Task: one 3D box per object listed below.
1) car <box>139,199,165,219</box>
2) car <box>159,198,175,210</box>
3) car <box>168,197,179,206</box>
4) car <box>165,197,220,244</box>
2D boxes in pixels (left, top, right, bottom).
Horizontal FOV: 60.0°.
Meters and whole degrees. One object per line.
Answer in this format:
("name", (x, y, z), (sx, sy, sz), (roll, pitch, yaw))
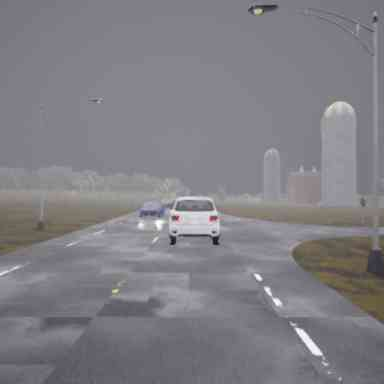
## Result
("car", (-3.589, 1.564, 30.361), (1.882, 1.535, 5.008), (0, 0, 0))
("car", (-3.570, 1.656, 47.819), (1.882, 1.535, 5.008), (0, 0, 0))
("car", (-3.506, 1.761, 63.615), (1.882, 1.535, 5.008), (0, 0, 0))
("car", (0.107, 1.265, 16.129), (2.150, 2.045, 5.566), (0, -1, 0))
